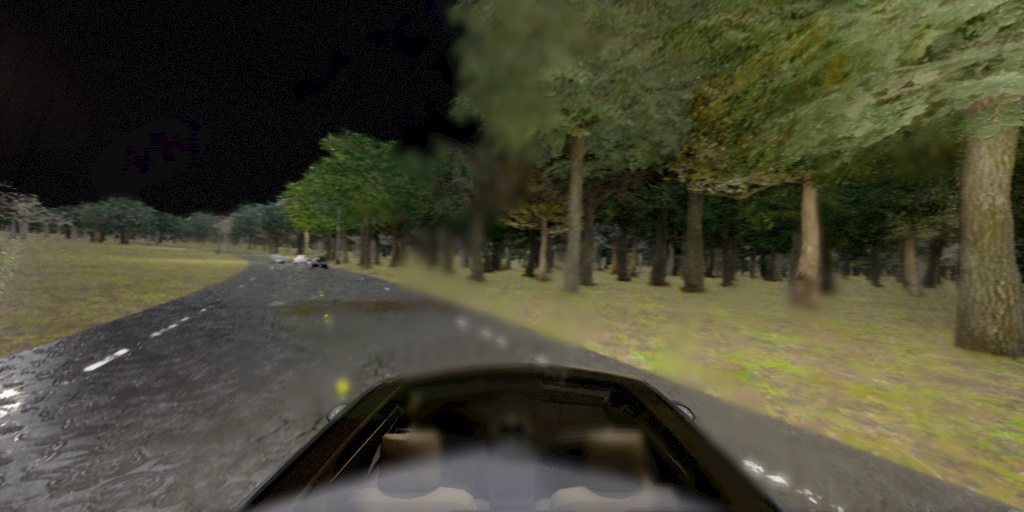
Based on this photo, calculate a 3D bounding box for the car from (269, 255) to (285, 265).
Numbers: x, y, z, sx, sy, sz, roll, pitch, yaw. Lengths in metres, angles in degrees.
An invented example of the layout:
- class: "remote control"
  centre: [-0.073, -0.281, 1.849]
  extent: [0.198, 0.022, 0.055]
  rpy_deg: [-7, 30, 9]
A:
- class: "car"
  centre: [-35.281, 0.550, 53.922]
  extent: [2.128, 1.511, 4.902]
  rpy_deg: [2, -1, -36]

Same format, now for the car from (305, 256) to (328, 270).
- class: "car"
  centre: [-23.782, 0.856, 43.898]
  extent: [1.837, 1.490, 4.892]
  rpy_deg: [2, -1, -34]
